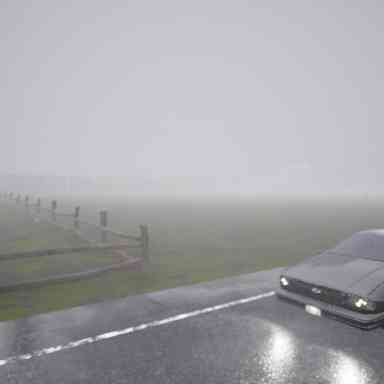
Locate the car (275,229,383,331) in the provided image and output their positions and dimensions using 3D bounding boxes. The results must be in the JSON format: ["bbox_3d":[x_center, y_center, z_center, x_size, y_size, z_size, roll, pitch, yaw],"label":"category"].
[{"bbox_3d":[4.140,1.522,6.887,5.357,1.411,2.033,0,0,-35],"label":"car"}]
